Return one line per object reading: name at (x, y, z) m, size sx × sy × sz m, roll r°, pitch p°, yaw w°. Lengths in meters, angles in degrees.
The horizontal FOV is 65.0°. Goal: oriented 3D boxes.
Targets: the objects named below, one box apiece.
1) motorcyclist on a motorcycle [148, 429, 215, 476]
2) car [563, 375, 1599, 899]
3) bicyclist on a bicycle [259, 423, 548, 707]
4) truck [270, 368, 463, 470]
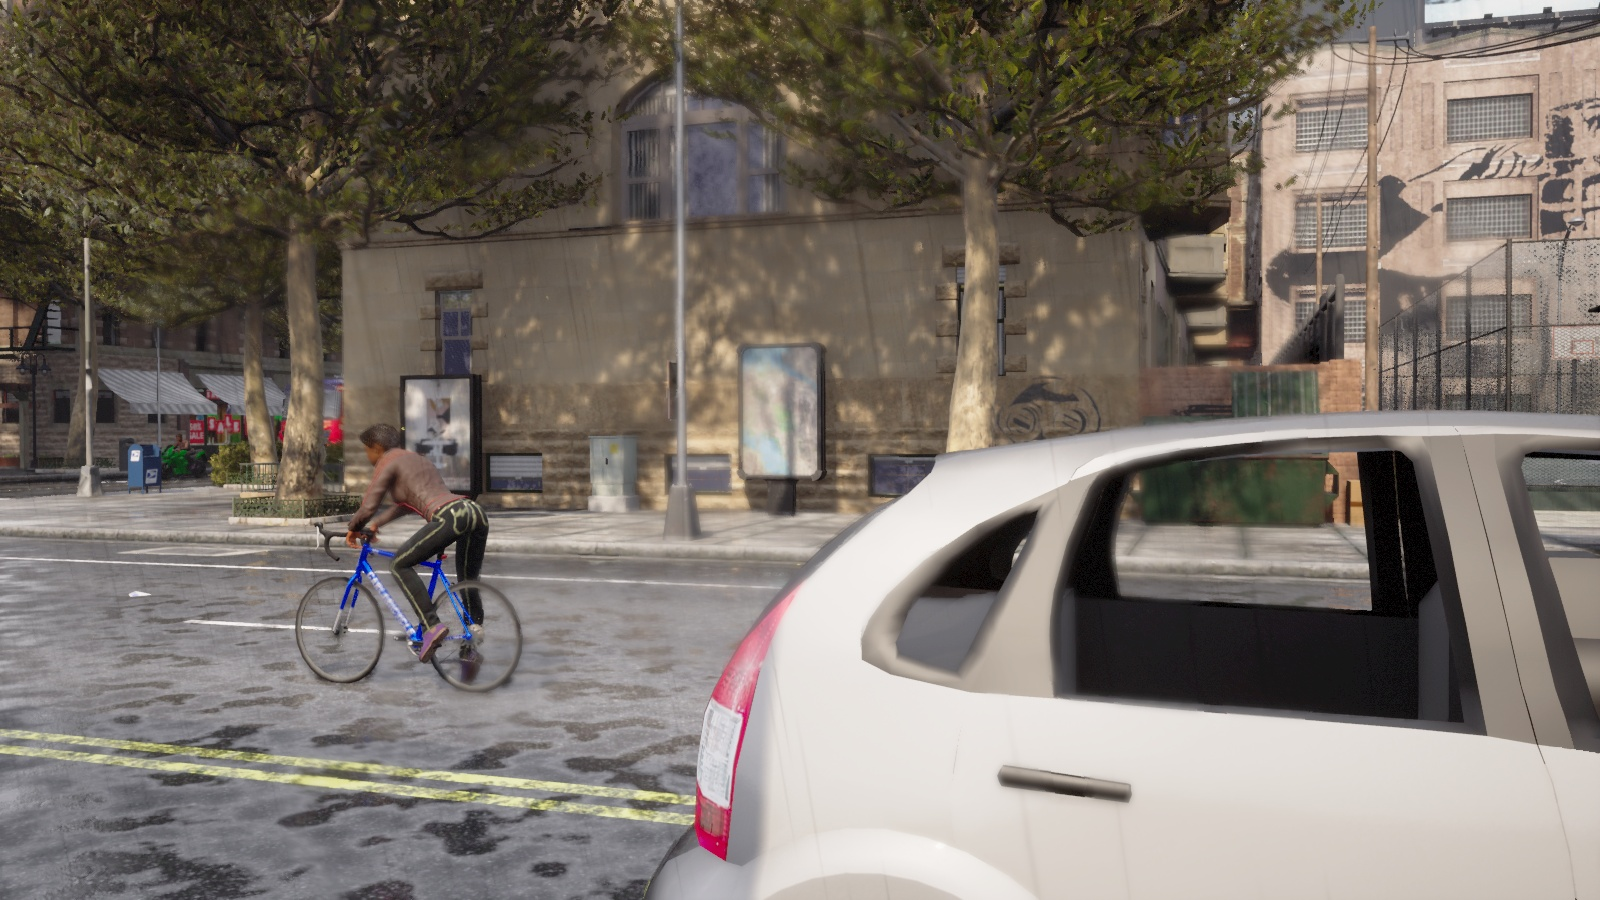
motorcyclist on a motorcycle at (-20.733, 0.056, 42.158) m, size 0.797 × 1.523 × 2.044 m, roll 1°, pitch 1°, yaw 19°
car at (1.739, 0.690, 2.607) m, size 3.988 × 1.617 × 1.851 m, roll 1°, pitch 1°, yaw 19°
bicyclist on a bicycle at (-2.426, 0.647, 7.694) m, size 1.656 × 1.620 × 0.582 m, roll 0°, pitch 1°, yaw 19°
truck at (-17.521, -1.230, 51.577) m, size 2.891 × 3.827 × 8.468 m, roll 1°, pitch 1°, yaw 19°
